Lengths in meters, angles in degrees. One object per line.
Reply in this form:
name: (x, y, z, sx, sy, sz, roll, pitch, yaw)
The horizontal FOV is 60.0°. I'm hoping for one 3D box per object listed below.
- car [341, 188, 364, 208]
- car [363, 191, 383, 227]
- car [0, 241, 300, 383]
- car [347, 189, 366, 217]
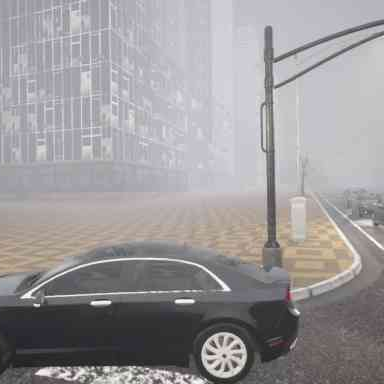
car: (13.188, 0.453, 26.701, 2.128, 1.511, 4.902, -1, 2, 18)
car: (9.106, 0.928, 14.355, 2.128, 1.511, 4.902, -1, 2, 18)
car: (-1.014, 1.505, 4.750, 4.892, 1.490, 1.837, 0, 0, 0)
car: (11.175, 0.759, 20.643, 1.994, 1.385, 4.181, -1, 2, 17)
